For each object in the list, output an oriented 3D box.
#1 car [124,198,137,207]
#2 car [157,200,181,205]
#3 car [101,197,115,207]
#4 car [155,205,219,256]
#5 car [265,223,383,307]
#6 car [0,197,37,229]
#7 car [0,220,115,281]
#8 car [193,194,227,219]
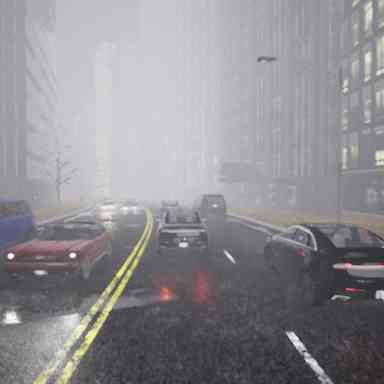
[{"bbox_3d":[-9.361,1.523,50.374,1.895,1.301,4.718,0,0,-13],"label":"car"},{"bbox_3d":[-1.969,1.436,29.053,2.128,1.511,4.902,0,0,-7],"label":"car"},{"bbox_3d":[-12.946,1.486,51.450,2.033,1.411,5.357,0,0,-13],"label":"car"},{"bbox_3d":[-0.407,1.468,13.048,2.128,1.511,4.902,0,0,-3],"label":"car"},{"bbox_3d":[3.105,1.471,7.916,2.128,1.511,4.902,0,0,-2],"label":"car"},{"bbox_3d":[-6.959,1.218,10.723,2.150,2.045,5.566,0,0,-3],"label":"car"},{"bbox_3d":[-3.671,1.591,10.037,1.895,1.301,4.718,0,0,-3],"label":"car"},{"bbox_3d":[1.434,1.156,28.187,2.150,2.045,5.566,0,0,-7],"label":"car"}]
